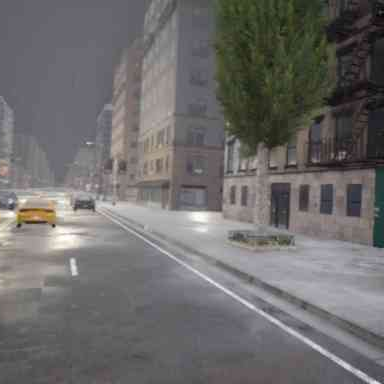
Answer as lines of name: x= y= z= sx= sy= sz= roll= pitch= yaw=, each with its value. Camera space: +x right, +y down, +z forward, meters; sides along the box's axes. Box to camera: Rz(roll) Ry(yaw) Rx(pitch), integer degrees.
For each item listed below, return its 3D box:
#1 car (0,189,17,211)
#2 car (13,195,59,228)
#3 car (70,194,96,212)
car: x=-16.209 y=0.675 z=28.601 sx=2.097 sy=1.767 sz=4.553 roll=3 pitch=0 yaw=-21
car: x=-8.794 y=1.119 z=19.162 sx=1.882 sy=1.535 sz=5.008 roll=3 pitch=0 yaw=-22
car: x=-10.460 y=1.068 z=32.227 sx=1.882 sy=1.535 sz=5.008 roll=3 pitch=0 yaw=-22
